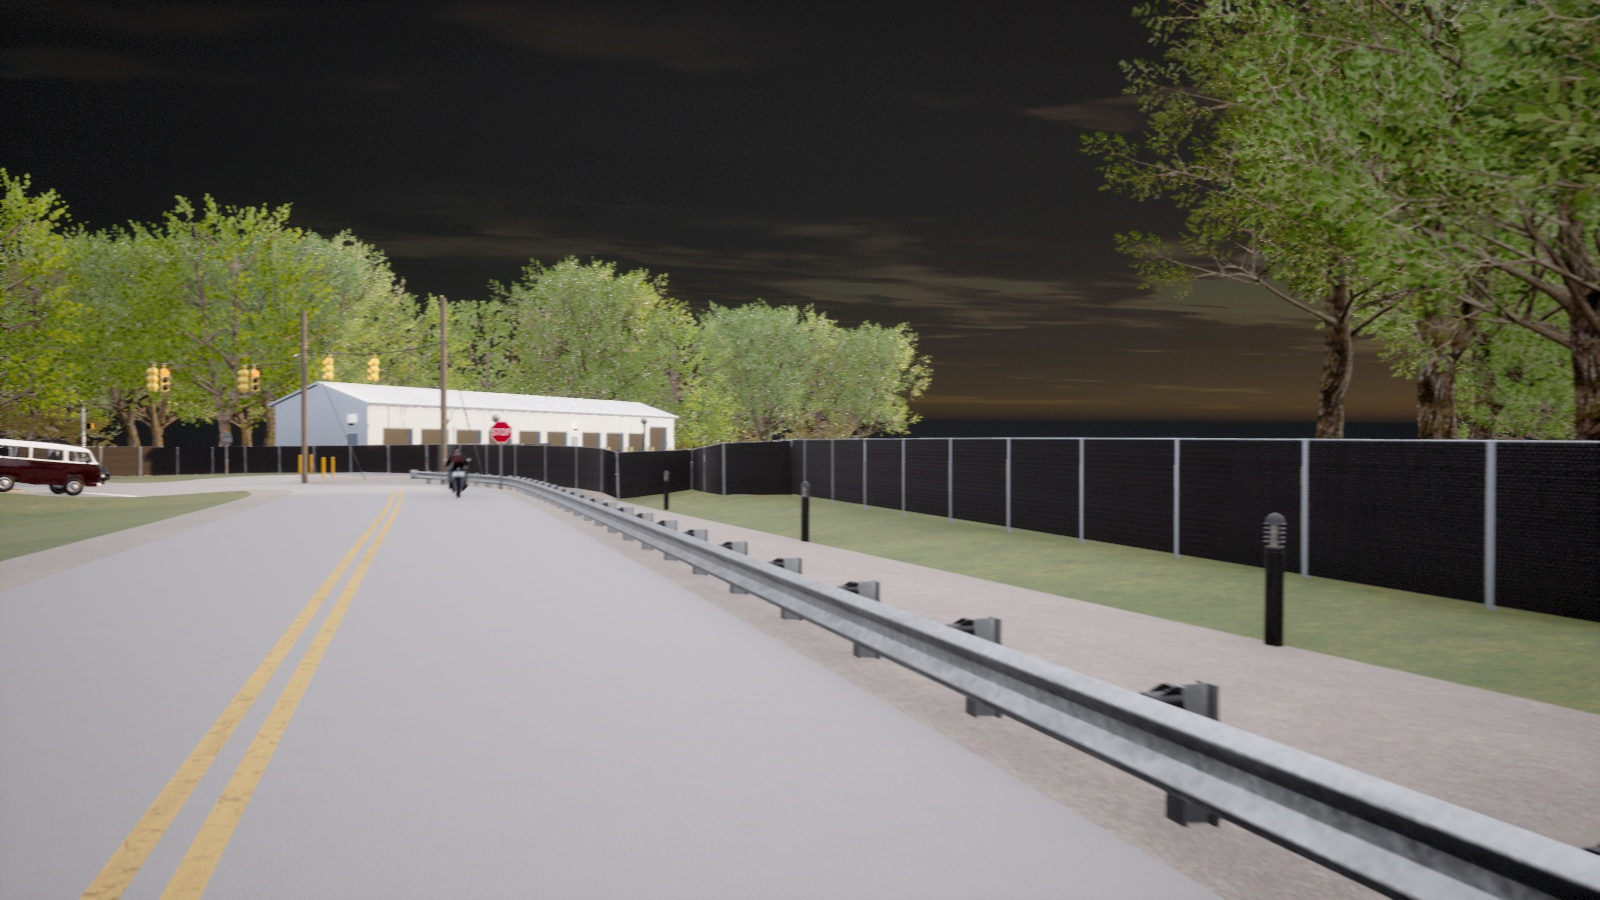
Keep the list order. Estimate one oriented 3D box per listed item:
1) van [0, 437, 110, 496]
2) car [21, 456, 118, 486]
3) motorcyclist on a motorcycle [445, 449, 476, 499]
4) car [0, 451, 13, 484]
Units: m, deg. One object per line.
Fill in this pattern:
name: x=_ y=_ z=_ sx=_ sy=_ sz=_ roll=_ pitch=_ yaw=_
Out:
van: x=-30.113 y=0.638 z=49.507 sx=2.069 sy=2.038 sz=4.480 roll=1 pitch=-4 yaw=40
car: x=-39.452 y=1.115 z=67.862 sx=4.674 sy=1.442 sz=1.812 roll=1 pitch=1 yaw=16
motorcyclist on a motorcycle: x=-10.715 y=0.744 z=39.605 sx=0.866 sy=1.530 sz=2.191 roll=0 pitch=0 yaw=-17
car: x=-43.920 y=0.870 z=65.025 sx=5.027 sy=1.651 sz=2.152 roll=1 pitch=1 yaw=1
